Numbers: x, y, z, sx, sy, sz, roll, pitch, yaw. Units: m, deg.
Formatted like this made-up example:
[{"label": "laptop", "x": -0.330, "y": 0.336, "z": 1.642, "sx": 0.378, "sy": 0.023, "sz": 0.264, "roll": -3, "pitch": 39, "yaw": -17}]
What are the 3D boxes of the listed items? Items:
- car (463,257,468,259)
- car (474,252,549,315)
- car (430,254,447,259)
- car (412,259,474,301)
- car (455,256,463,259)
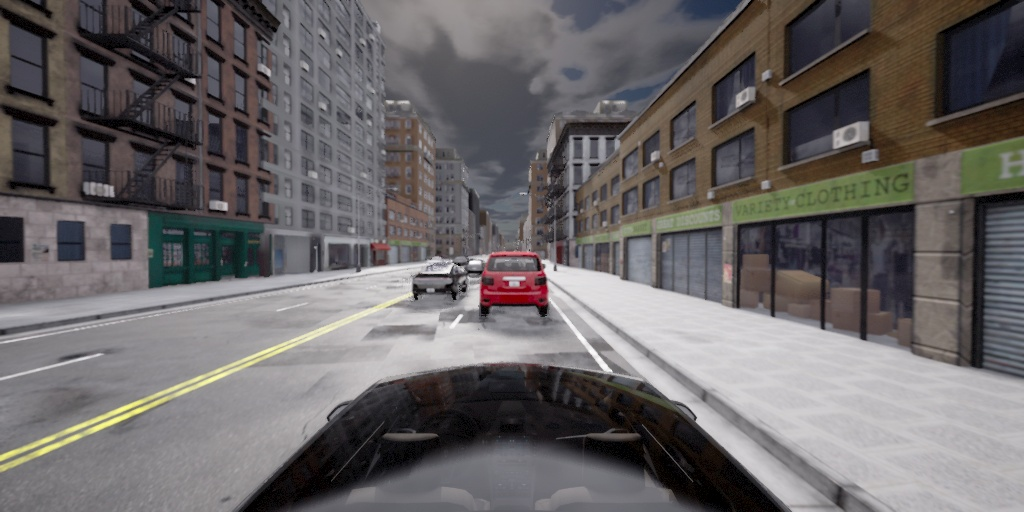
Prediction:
[{"label": "car", "x": -3.149, "y": 1.007, "z": 32.200, "sx": 1.994, "sy": 1.385, "sz": 4.181, "roll": 0, "pitch": 1, "yaw": 0}, {"label": "car", "x": 0.080, "y": 0.858, "z": 13.024, "sx": 2.150, "sy": 2.045, "sz": 5.566, "roll": 0, "pitch": 1, "yaw": 0}, {"label": "car", "x": -9.817, "y": 0.833, "z": 46.217, "sx": 1.812, "sy": 1.442, "sz": 4.674, "roll": 0, "pitch": 0, "yaw": 0}, {"label": "car", "x": -3.157, "y": 1.093, "z": 16.409, "sx": 2.128, "sy": 1.511, "sz": 4.902, "roll": 0, "pitch": 1, "yaw": 0}, {"label": "car", "x": -6.569, "y": 0.813, "z": 46.333, "sx": 1.837, "sy": 1.490, "sz": 4.892, "roll": 0, "pitch": 0, "yaw": 0}]
